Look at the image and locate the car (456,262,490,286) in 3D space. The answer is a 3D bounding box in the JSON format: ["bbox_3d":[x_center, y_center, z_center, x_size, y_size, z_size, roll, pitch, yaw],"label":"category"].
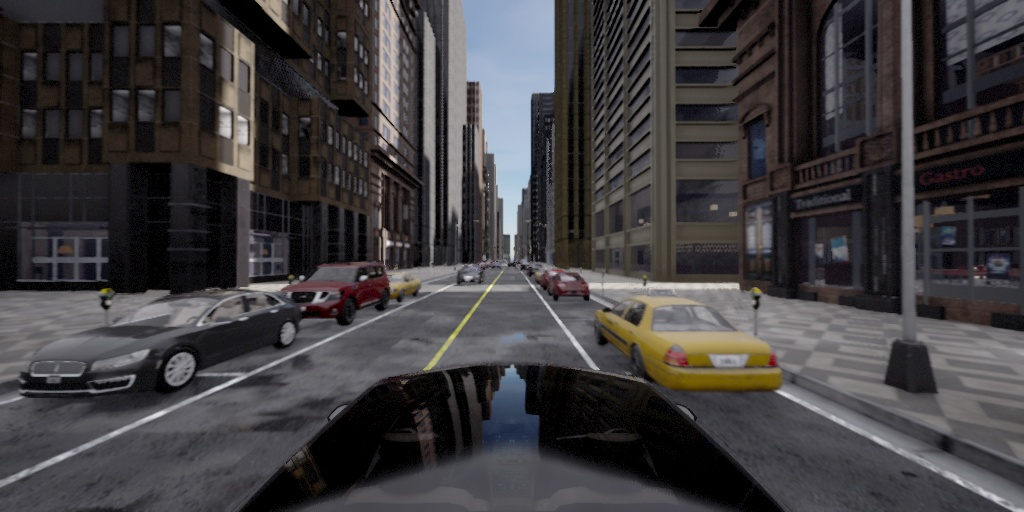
[{"bbox_3d":[-3.111,1.446,27.792,2.128,1.511,4.902,0,0,0],"label":"car"}]

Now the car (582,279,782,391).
[{"bbox_3d":[2.760,1.314,6.876,1.751,1.417,4.829,0,0,0],"label":"car"}]

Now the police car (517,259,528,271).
[{"bbox_3d":[2.338,1.637,58.830,1.930,1.638,5.238,0,0,0],"label":"police car"}]

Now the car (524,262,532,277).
[{"bbox_3d":[2.743,1.625,40.417,1.948,1.339,4.313,0,0,0],"label":"car"}]

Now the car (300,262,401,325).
[{"bbox_3d":[-5.768,1.148,12.308,2.192,1.841,5.009,0,0,0],"label":"car"}]

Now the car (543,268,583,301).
[{"bbox_3d":[2.754,1.458,17.943,1.802,1.307,4.207,0,0,0],"label":"car"}]

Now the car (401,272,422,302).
[{"bbox_3d":[-5.771,1.402,17.756,1.751,1.417,4.829,0,0,0],"label":"car"}]

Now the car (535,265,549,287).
[{"bbox_3d":[2.752,1.502,23.561,1.802,1.307,4.207,0,0,0],"label":"car"}]

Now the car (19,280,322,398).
[{"bbox_3d":[-5.765,1.340,6.689,2.007,1.370,4.403,0,0,0],"label":"car"}]

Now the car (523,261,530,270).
[{"bbox_3d":[2.740,1.651,46.036,1.888,1.381,4.507,0,0,0],"label":"car"}]

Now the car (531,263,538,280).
[{"bbox_3d":[2.749,1.491,29.350,1.751,1.417,4.829,0,0,0],"label":"car"}]
